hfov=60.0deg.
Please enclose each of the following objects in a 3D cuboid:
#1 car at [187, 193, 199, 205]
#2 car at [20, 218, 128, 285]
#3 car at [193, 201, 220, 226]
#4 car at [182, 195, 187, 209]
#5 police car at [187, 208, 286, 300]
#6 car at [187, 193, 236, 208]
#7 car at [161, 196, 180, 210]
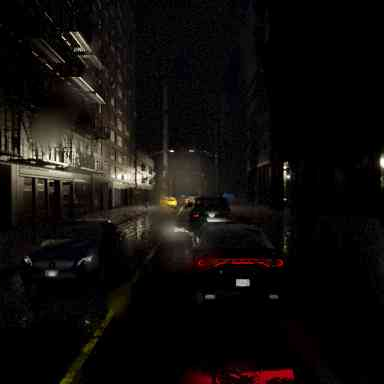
[{"bbox_3d":[0.150,1.263,59.565,2.150,2.045,5.566,0,0,0],"label":"car"},{"bbox_3d":[-3.078,1.525,9.630,1.812,1.442,4.674,0,0,0],"label":"car"},{"bbox_3d":[0.962,1.508,24.451,1.837,1.490,4.892,0,0,0],"label":"car"},{"bbox_3d":[0.147,1.375,45.570,2.097,1.767,4.553,0,0,1],"label":"car"},{"bbox_3d":[0.920,1.425,8.560,1.930,1.638,5.238,0,0,0],"label":"police car"},{"bbox_3d":[0.947,1.226,18.480,2.150,2.045,5.566,0,0,0],"label":"car"},{"bbox_3d":[-2.893,1.497,42.951,1.882,1.535,5.008,0,0,0],"label":"car"}]
